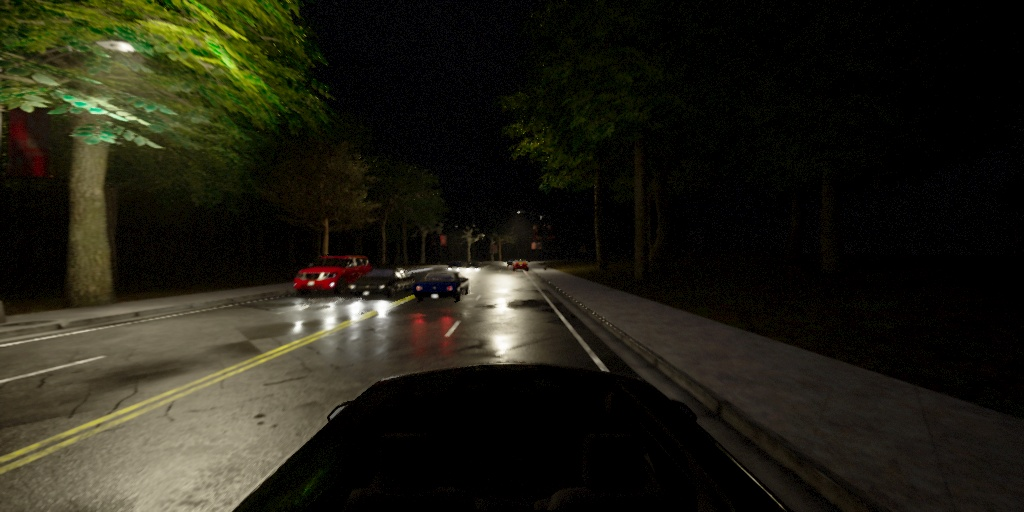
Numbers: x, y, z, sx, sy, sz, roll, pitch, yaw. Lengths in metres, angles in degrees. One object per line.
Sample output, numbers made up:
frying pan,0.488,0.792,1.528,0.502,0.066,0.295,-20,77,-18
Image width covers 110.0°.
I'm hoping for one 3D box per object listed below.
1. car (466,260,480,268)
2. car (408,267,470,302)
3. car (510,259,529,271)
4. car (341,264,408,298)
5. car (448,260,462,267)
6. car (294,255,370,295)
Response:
car,-6.524,1.398,60.579,1.895,1.301,4.718,0,0,1
car,-3.149,1.358,16.876,1.895,1.301,4.718,0,0,0
car,1.141,1.131,48.316,2.097,1.767,4.553,0,0,0
car,-6.599,1.305,18.891,2.033,1.411,5.357,0,0,0
car,-9.778,1.400,61.629,1.895,1.301,4.718,0,0,1
car,-9.848,0.980,20.353,2.150,2.045,5.566,0,0,0
